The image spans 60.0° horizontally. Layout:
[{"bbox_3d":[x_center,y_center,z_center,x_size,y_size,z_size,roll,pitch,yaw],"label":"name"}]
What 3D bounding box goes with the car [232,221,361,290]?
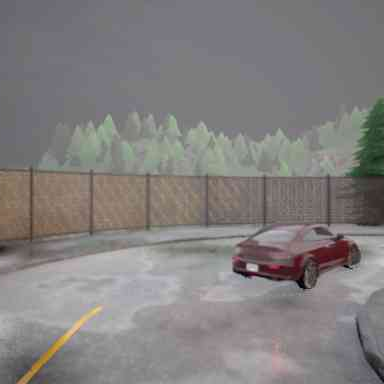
[{"bbox_3d":[2.970,1.530,9.164,1.812,1.442,4.674,-1,0,44],"label":"car"}]
